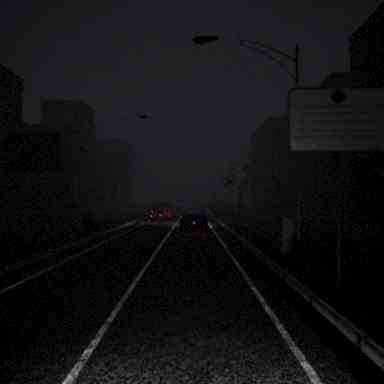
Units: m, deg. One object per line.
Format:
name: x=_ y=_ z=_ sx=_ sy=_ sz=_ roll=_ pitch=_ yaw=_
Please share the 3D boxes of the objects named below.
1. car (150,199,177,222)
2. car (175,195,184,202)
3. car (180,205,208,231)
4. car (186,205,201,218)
car: x=-3.040 y=1.961 z=35.006 sx=2.150 sy=2.045 sz=5.566 roll=0 pitch=-1 yaw=0
car: x=-2.875 y=1.473 z=77.255 sx=2.033 sy=1.411 sz=5.357 roll=0 pitch=2 yaw=0
car: x=0.140 y=1.970 z=24.494 sx=1.882 sy=1.535 sz=5.008 roll=0 pitch=-2 yaw=0
car: x=0.166 y=2.355 z=41.601 sx=1.812 sy=1.442 sz=4.674 roll=0 pitch=0 yaw=0
